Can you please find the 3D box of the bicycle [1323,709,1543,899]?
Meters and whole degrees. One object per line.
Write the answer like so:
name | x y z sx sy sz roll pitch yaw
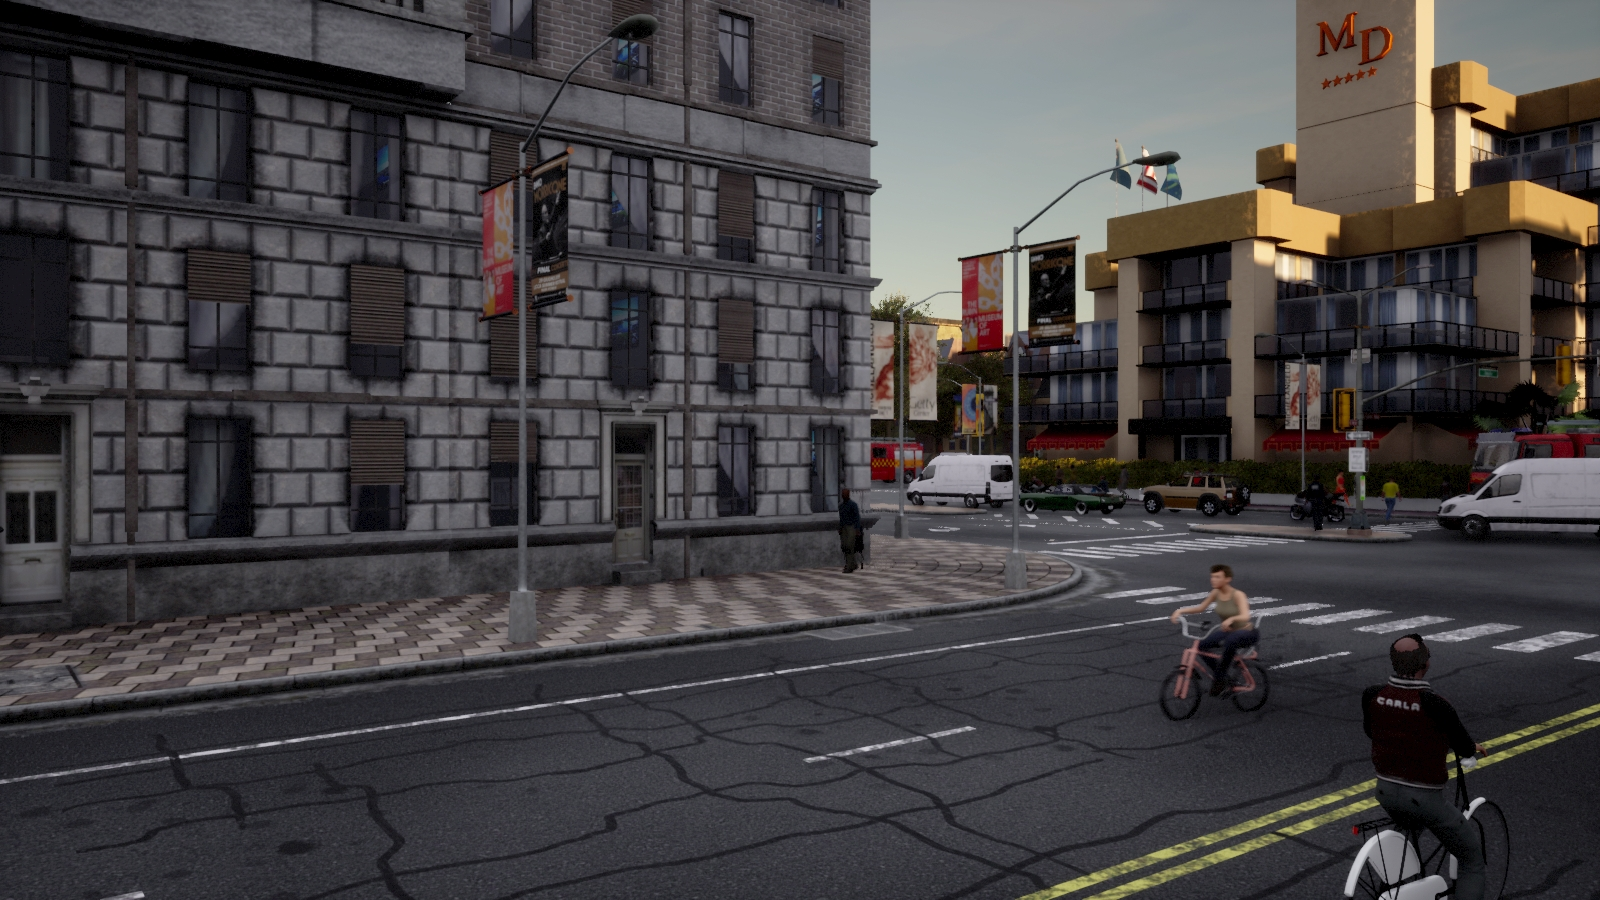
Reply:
bicycle | 3.626 2.210 6.476 1.835 1.171 0.329 0 0 -35

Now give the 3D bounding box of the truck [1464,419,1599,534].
truck | 28.058 0.890 39.405 8.468 3.827 2.891 0 0 5

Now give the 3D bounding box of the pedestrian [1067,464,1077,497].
pedestrian | 15.138 1.696 63.564 0.375 1.860 0.375 0 0 -39

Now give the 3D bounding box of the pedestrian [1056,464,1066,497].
pedestrian | 14.676 1.695 64.188 0.375 1.860 0.375 0 0 -37

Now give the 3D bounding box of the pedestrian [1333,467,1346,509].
pedestrian | 24.129 1.696 51.140 0.375 1.860 0.375 0 0 -29

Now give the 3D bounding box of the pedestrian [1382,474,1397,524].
pedestrian | 22.374 1.848 43.353 0.375 1.860 0.375 0 0 -37

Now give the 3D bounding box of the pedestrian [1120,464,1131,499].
pedestrian | 17.349 1.696 60.882 0.375 1.860 0.375 0 0 -40

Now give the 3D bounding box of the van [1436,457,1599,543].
van | 23.532 1.535 36.127 5.915 2.561 1.988 0 0 28

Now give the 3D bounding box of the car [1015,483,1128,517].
car | 11.885 2.155 50.351 1.895 1.301 4.718 0 0 -37

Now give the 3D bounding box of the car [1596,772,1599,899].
car | 4.999 1.754 3.274 6.274 2.098 2.390 0 0 -34

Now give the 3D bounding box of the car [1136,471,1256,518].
car | 17.034 1.864 49.374 1.932 1.855 4.605 0 0 -37

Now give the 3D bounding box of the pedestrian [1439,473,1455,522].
pedestrian | 25.170 1.848 44.439 0.375 1.860 0.375 0 0 -27

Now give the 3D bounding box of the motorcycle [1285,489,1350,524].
motorcycle | 20.381 2.205 45.032 0.867 1.251 2.209 0 0 -40

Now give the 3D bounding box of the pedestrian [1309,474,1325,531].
pedestrian | 16.895 1.704 37.332 0.375 1.860 0.375 0 0 41

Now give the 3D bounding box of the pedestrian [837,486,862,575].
pedestrian | 1.048 1.696 24.307 0.375 1.860 0.375 0 0 -39

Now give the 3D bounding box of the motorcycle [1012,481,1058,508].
motorcycle | 11.640 2.205 56.539 0.867 1.251 2.209 0 0 -37

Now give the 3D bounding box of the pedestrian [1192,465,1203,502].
pedestrian | 20.019 1.696 57.541 0.375 1.860 0.375 0 0 -36

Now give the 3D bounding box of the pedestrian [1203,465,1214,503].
pedestrian | 20.158 1.698 56.413 0.375 1.860 0.375 0 0 -43
